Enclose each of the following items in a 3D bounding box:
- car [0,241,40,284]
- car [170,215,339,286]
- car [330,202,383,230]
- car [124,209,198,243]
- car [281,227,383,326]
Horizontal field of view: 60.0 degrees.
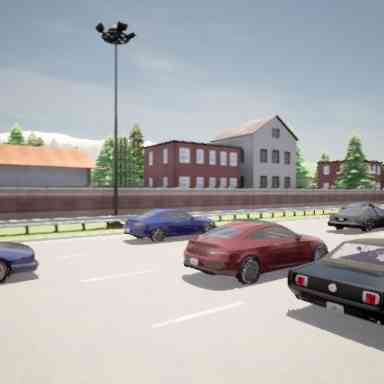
[{"bbox_3d":[-6.546,1.548,7.675,5.357,1.411,2.033,0,0,-36],"label":"car"},{"bbox_3d":[1.921,1.523,9.415,4.674,1.442,1.812,0,0,-35],"label":"car"},{"bbox_3d":[10.165,1.538,19.593,5.357,1.411,2.033,0,0,-36],"label":"car"},{"bbox_3d":[-0.946,1.522,15.967,4.674,1.442,1.812,0,0,-36],"label":"car"},{"bbox_3d":[4.141,1.597,6.699,4.718,1.301,1.895,0,0,-35],"label":"car"}]
